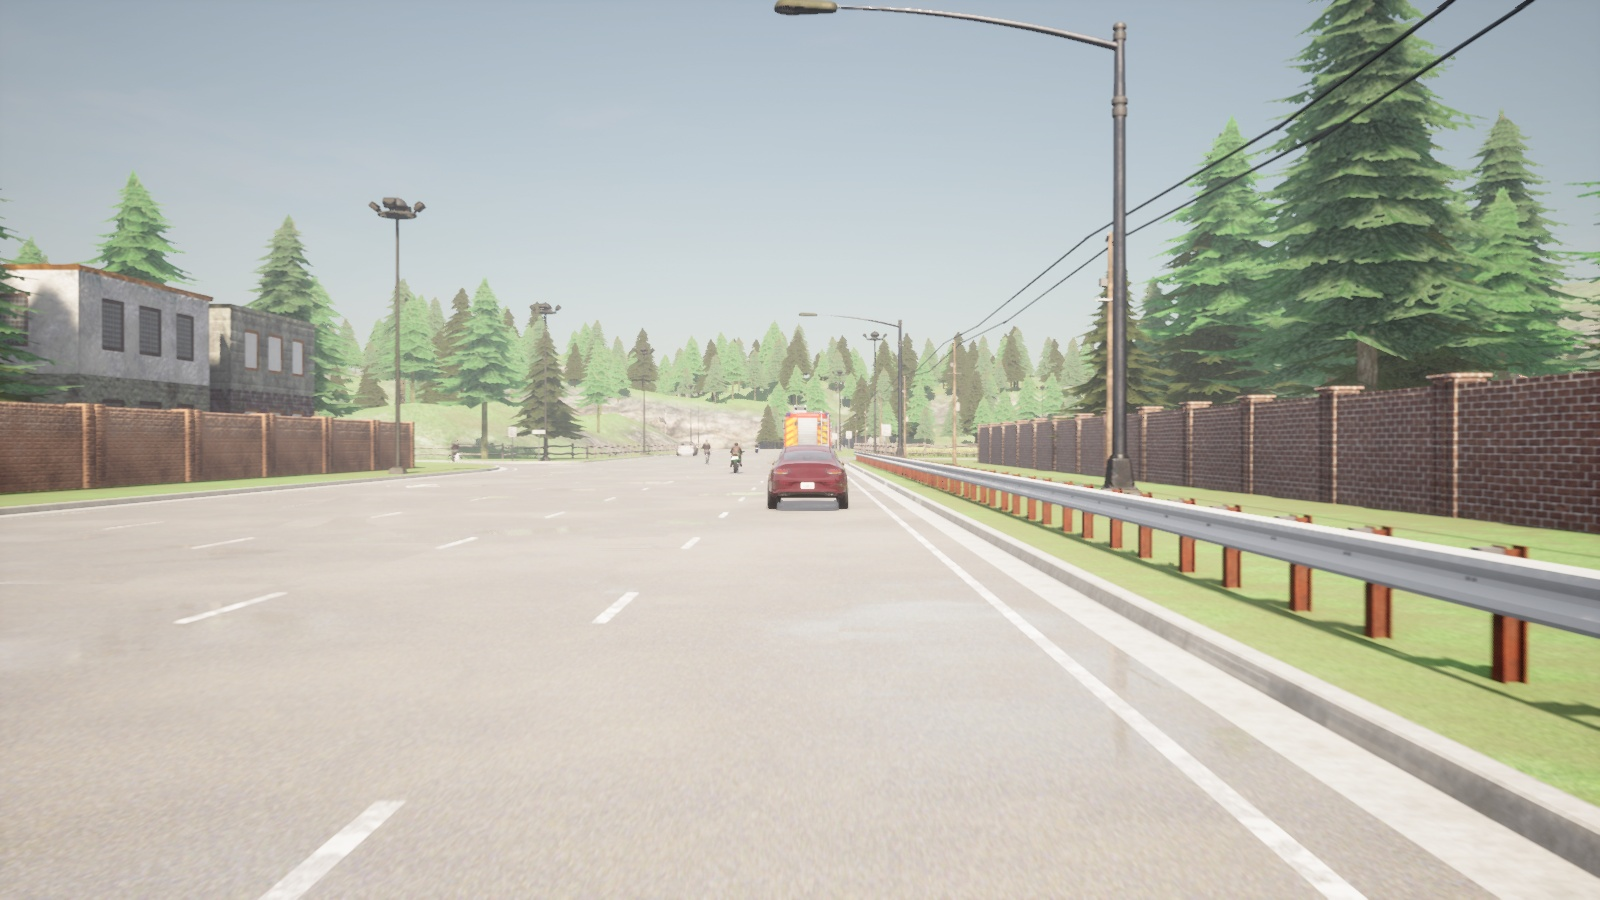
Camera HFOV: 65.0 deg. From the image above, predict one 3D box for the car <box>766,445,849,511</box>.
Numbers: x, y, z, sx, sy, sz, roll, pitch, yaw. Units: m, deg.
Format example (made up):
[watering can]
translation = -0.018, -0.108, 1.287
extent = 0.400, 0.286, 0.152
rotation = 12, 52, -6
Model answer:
[car]
translation = 0.193, 0.604, 29.839
extent = 1.812, 1.442, 4.674
rotation = 0, 0, 1

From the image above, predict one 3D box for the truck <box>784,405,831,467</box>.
[truck]
translation = 0.482, -0.876, 81.267
extent = 2.891, 3.827, 8.468
rotation = 0, 0, 0
